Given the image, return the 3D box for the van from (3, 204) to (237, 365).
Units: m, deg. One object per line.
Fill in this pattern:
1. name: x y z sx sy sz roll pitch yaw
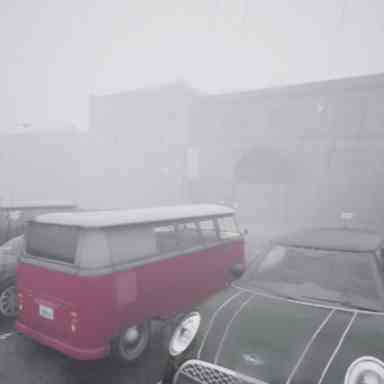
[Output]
1. van: -0.572 1.246 5.948 1.878 1.987 4.442 0 0 35

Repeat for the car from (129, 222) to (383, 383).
1. car: 1.662 1.351 4.251 2.185 1.767 4.553 0 0 35

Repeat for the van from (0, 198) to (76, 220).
1. van: -5.272 1.236 9.013 1.878 1.987 4.442 0 0 35

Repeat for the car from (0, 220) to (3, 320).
1. car: -2.919 1.468 7.486 2.231 1.521 4.892 0 0 35
